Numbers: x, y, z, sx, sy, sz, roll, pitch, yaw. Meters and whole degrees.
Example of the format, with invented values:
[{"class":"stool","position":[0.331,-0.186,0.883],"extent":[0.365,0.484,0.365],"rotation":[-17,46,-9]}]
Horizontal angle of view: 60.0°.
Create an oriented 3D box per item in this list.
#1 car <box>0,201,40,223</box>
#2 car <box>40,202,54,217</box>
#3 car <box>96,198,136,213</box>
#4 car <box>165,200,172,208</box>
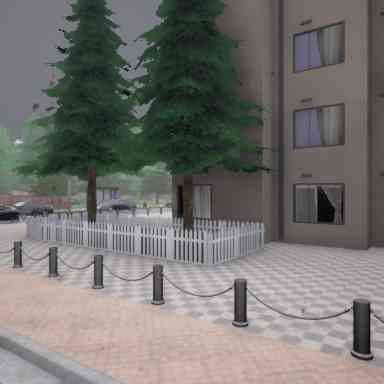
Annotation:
[{"class":"car","position":[-13.756,1.476,23.312],"extent":[2.128,1.511,4.902],"rotation":[0,0,37]},{"class":"car","position":[-14.321,1.510,28.705],"extent":[1.812,1.442,4.674],"rotation":[0,0,37]},{"class":"car","position":[-8.336,1.475,36.694],"extent":[2.128,1.511,4.902],"rotation":[0,0,37]},{"class":"car","position":[-1.604,1.339,45.603],"extent":[2.097,1.767,4.553],"rotation":[0,0,37]}]
